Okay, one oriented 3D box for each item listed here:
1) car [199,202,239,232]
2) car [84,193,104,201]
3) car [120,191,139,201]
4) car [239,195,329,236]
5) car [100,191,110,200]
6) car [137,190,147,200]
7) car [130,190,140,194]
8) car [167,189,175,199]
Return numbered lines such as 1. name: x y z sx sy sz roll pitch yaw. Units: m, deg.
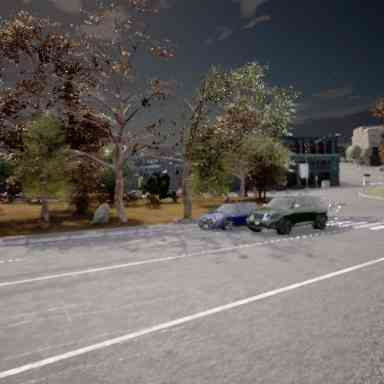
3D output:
1. car: 2.605 1.436 21.170 4.553 1.767 2.097 -1 0 -37
2. car: -23.319 1.156 79.499 2.097 1.535 5.008 -1 2 16
3. car: -13.640 0.865 72.609 2.185 1.767 4.553 -2 2 15
4. car: 5.581 1.239 19.042 5.566 2.045 2.150 -1 -1 -37
5. car: -18.510 0.845 75.983 2.435 2.045 5.566 -2 2 15
6. car: -8.796 0.848 68.999 1.946 1.575 5.366 -2 2 14
7. car: -11.214 0.672 70.901 2.435 2.045 5.566 -3 1 15
8. car: -3.869 0.408 65.851 2.435 2.045 5.566 -3 1 14
